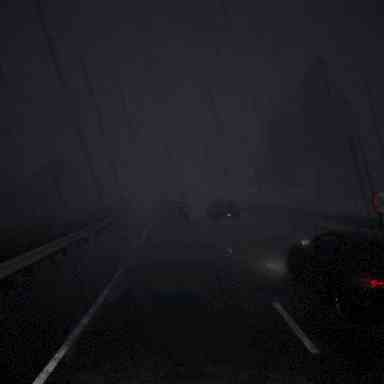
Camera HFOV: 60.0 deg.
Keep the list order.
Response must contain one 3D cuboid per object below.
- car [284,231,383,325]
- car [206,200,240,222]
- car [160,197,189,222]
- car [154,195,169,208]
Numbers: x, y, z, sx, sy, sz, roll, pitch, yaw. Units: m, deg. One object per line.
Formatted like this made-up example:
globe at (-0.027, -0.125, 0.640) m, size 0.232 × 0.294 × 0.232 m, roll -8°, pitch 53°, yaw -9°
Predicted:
car at (3.409, 1.509, 7.000) m, size 1.994 × 1.385 × 4.181 m, roll 0°, pitch 0°, yaw -2°
car at (2.234, 1.308, 24.657) m, size 2.128 × 1.511 × 4.902 m, roll 0°, pitch 0°, yaw -6°
car at (-1.260, 1.347, 24.457) m, size 1.812 × 1.442 × 4.674 m, roll 0°, pitch 0°, yaw -6°
car at (-3.613, 1.205, 41.528) m, size 1.837 × 1.490 × 4.892 m, roll 0°, pitch 1°, yaw -10°
